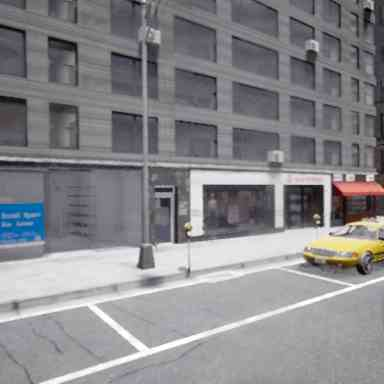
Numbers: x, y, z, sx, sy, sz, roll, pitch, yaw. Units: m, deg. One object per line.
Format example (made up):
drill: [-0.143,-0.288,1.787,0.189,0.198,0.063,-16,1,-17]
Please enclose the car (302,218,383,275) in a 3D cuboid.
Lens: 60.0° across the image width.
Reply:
car: [5.434,1.523,10.418,4.829,1.417,1.752,0,-1,-35]
